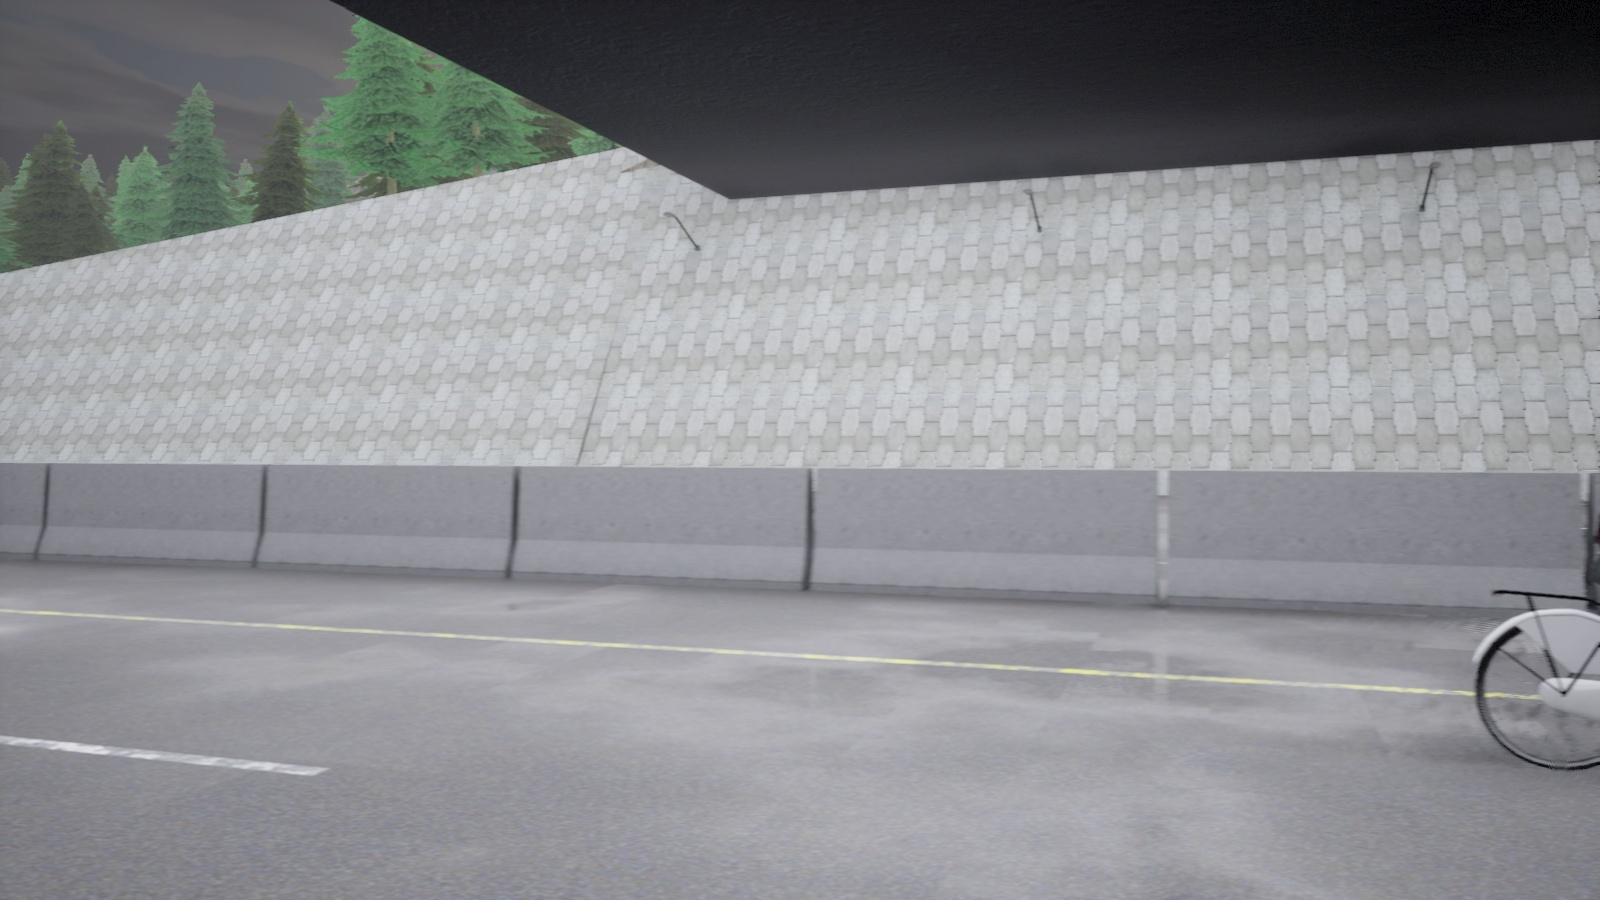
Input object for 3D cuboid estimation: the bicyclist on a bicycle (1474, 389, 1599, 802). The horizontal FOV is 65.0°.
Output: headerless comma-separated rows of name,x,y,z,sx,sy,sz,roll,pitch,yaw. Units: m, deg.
bicyclist on a bicycle,4.064,0.624,5.516,1.843,1.776,0.659,0,1,19
